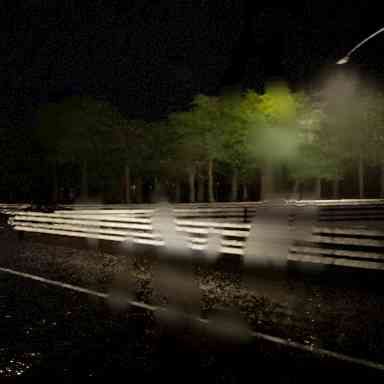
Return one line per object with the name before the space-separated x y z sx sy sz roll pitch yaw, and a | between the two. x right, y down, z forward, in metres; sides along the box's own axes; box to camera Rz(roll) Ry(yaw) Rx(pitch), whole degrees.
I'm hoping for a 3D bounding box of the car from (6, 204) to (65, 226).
car | -11.085 1.650 24.009 4.892 1.490 1.837 -1 0 17
